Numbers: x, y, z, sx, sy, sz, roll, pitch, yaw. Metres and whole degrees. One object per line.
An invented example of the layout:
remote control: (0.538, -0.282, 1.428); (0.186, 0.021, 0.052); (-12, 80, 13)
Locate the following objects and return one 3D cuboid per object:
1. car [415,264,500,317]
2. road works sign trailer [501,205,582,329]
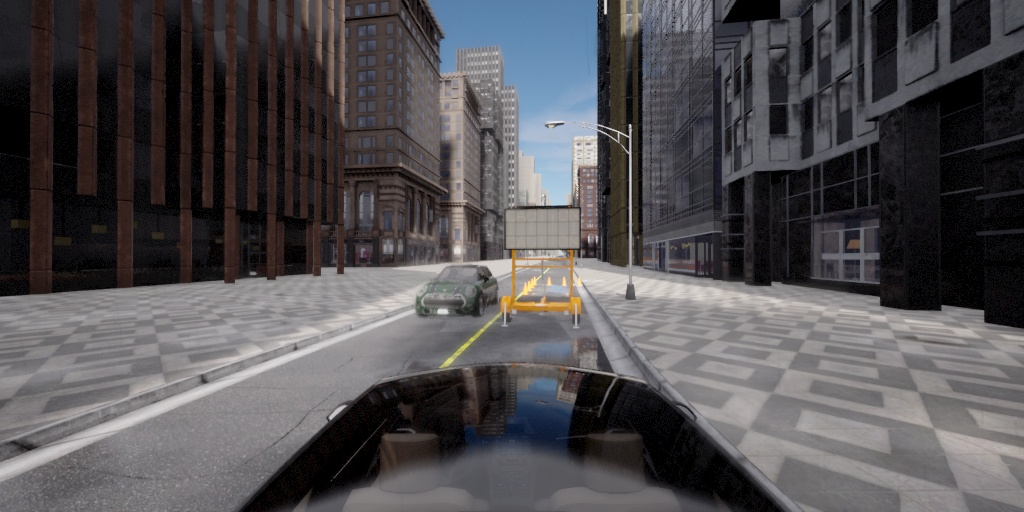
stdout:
car: (-1.805, 1.100, 13.113); (2.097, 1.767, 4.553); (0, 0, 8)
road works sign trailer: (0.976, 0.211, 11.411); (2.380, 3.560, 2.880); (0, 0, 8)
